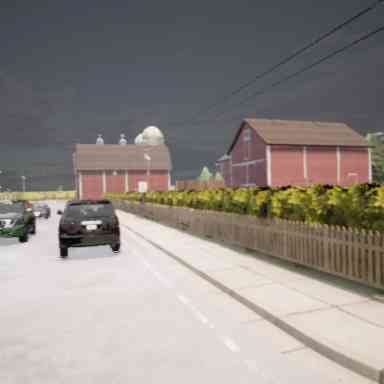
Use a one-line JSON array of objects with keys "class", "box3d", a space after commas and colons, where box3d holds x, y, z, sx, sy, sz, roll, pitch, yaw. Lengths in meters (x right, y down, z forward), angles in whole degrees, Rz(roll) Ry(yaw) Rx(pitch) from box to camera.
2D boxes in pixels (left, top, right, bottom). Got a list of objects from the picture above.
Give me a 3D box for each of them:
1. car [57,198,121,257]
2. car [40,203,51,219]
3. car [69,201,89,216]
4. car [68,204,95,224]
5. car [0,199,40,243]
[{"class": "car", "box3d": [-4.319, 1.297, 13.795, 2.150, 2.045, 5.566, -2, 0, -20]}, {"class": "car", "box3d": [-14.520, 1.795, 31.571, 2.128, 1.511, 4.902, -2, 0, -19]}, {"class": "car", "box3d": [-12.758, 1.795, 37.524, 1.994, 1.385, 4.181, -2, 0, -19]}, {"class": "car", "box3d": [-9.132, 1.764, 27.365, 1.895, 1.301, 4.718, -2, 0, -19]}, {"class": "car", "box3d": [-9.506, 1.431, 17.252, 2.150, 2.045, 5.566, -2, 0, -19]}]
